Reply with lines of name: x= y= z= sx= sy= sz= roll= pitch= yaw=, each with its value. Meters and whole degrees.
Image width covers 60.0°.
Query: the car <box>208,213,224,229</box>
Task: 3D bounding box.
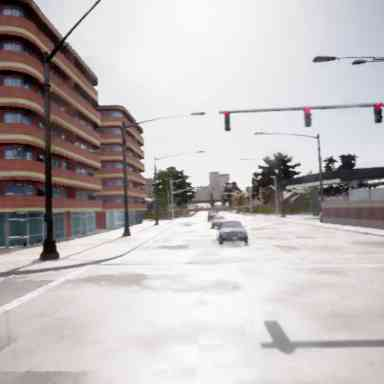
car: x=3.183 y=3.510 z=38.951 sx=1.812 sy=1.442 sz=4.674 roll=-2 pitch=-3 yaw=2

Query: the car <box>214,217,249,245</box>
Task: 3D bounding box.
car: x=2.685 y=2.670 z=22.655 sx=1.812 sy=1.442 sz=4.674 roll=-2 pitch=-3 yaw=2

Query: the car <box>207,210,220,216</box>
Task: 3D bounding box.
car: x=3.916 y=4.311 z=60.323 sx=2.150 sy=2.045 sz=5.566 roll=-2 pitch=-3 yaw=2
